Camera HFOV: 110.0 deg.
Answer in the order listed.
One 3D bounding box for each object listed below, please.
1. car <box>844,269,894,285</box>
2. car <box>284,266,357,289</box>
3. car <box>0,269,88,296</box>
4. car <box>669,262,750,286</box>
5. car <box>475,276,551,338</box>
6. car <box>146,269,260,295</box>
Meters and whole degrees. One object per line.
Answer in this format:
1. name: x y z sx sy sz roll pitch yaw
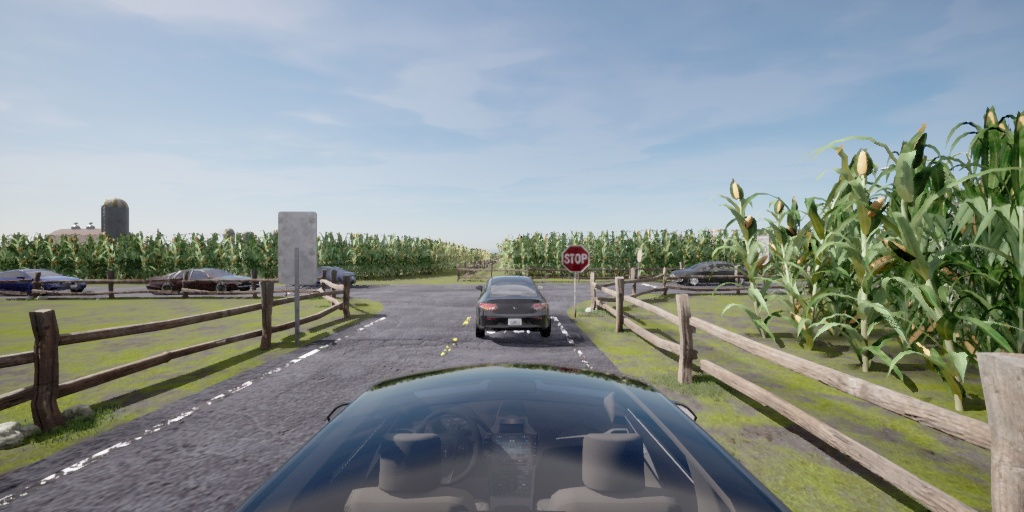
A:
1. car: 24.443 1.089 23.353 4.674 1.442 1.812 -1 0 0
2. car: -12.430 1.385 23.414 4.181 1.385 1.994 0 0 0
3. car: -27.375 1.487 20.485 4.674 1.442 1.812 0 0 0
4. car: 12.821 1.143 23.336 4.892 1.490 1.837 -1 0 -1
5. car: -0.041 1.275 10.132 1.812 1.442 4.674 0 0 -3
6. car: -17.528 1.429 20.472 5.357 1.411 2.033 0 0 0
